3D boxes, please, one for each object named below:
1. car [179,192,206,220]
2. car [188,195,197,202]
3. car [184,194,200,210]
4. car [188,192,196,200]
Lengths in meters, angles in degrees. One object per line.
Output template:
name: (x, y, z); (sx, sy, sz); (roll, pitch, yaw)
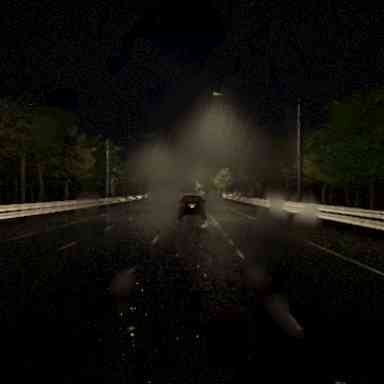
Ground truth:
car: (0.015, 1.259, 28.836); (2.150, 2.045, 5.566); (0, 0, 0)
car: (0.039, 1.431, 71.925); (1.812, 1.442, 4.674); (0, 0, 0)
car: (0.024, 1.261, 45.987); (2.150, 2.045, 5.566); (0, 0, 0)
car: (0.050, 1.014, 93.662); (2.150, 2.045, 5.566); (0, 0, 0)
